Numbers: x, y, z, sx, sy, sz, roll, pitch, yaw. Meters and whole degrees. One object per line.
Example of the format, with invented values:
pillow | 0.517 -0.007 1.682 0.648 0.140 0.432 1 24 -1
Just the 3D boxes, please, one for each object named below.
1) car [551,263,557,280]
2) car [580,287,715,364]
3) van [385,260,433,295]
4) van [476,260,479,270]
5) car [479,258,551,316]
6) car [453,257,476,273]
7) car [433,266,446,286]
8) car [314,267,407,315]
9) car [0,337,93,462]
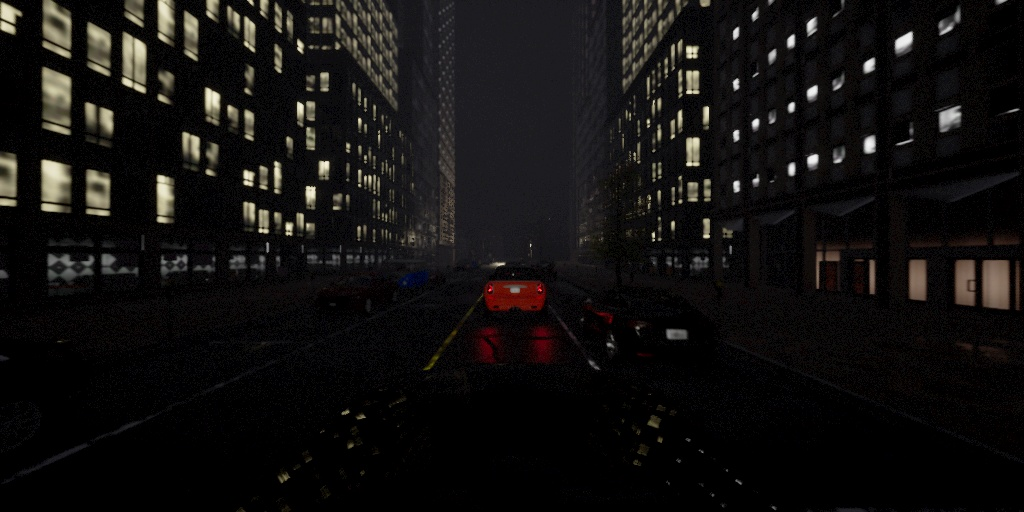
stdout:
car | 2.686 1.178 30.697 1.967 1.591 4.097 0 0 0
car | 2.689 1.314 7.930 1.948 1.339 4.313 0 0 0
van | -5.693 1.084 19.327 1.690 1.789 3.998 0 0 0
van | -5.697 1.066 47.788 1.690 1.789 3.998 0 0 0
car | 0.098 1.098 13.424 2.097 1.767 4.553 0 0 0
car | -5.697 1.169 42.095 1.967 1.591 4.097 0 0 0
car | -5.694 1.323 25.019 1.802 1.307 4.207 0 0 0
car | -5.692 1.291 13.634 1.888 1.381 4.507 0 0 0
car | -5.691 1.300 2.249 2.007 1.370 4.403 0 0 0
